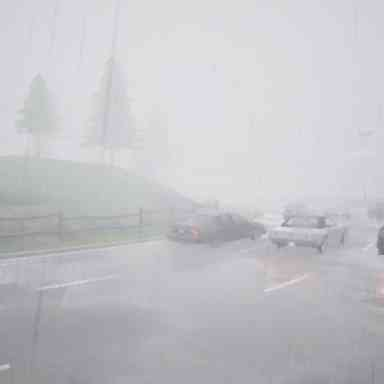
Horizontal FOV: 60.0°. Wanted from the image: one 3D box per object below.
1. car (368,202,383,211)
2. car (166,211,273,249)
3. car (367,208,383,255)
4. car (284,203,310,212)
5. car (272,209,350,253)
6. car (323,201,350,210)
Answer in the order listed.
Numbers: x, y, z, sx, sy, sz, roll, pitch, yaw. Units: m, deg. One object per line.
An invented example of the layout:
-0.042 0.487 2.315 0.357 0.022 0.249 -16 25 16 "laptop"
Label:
15.902 1.528 27.481 2.128 1.511 4.902 0 0 17 "car"
1.264 1.576 14.804 2.033 1.411 5.357 0 0 42 "car"
8.293 1.507 12.481 2.128 1.511 4.902 0 0 38 "car"
8.500 1.592 27.104 2.033 1.411 5.357 0 0 21 "car"
5.087 1.623 13.989 1.895 1.301 4.718 0 0 39 "car"
13.024 1.570 30.089 1.812 1.442 4.674 0 0 15 "car"
